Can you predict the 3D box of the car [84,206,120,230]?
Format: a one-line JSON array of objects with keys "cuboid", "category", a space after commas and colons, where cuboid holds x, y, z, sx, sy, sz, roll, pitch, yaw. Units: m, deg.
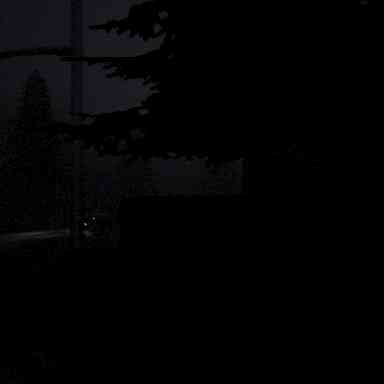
[{"cuboid": [-4.994, 1.586, 21.389, 1.895, 1.301, 4.718, 0, 0, 36], "category": "car"}]
